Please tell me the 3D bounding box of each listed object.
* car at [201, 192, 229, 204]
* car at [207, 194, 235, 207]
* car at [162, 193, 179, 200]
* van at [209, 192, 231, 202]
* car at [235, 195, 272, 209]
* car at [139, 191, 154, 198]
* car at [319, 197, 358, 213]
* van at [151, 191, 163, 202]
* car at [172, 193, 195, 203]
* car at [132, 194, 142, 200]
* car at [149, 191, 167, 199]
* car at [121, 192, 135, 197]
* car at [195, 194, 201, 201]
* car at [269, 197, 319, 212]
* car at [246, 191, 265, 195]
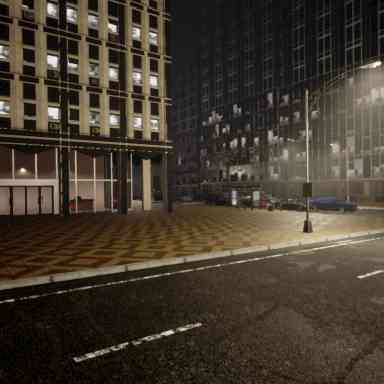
[{"bbox_3d":[3.878,1.019,50.124,2.097,1.767,4.553,-1,1,-34],"label":"car"},{"bbox_3d":[4.395,1.319,44.716,1.947,1.339,4.313,0,1,-35],"label":"car"},{"bbox_3d":[-4.779,0.935,72.901,1.802,1.307,4.206,0,1,-35],"label":"car"},{"bbox_3d":[4.893,0.854,58.855,1.690,1.788,3.998,0,1,-35],"label":"van"},{"bbox_3d":[7.571,1.387,40.003,1.802,1.307,4.206,0,1,-35],"label":"car"},{"bbox_3d":[-11.227,0.684,82.259,1.967,1.590,4.097,0,1,-35],"label":"car"},{"bbox_3d":[14.578,1.316,34.577,1.882,1.535,5.008,-1,1,-35],"label":"car"},{"bbox_3d":[-5.232,0.936,58.784,1.690,1.788,3.998,0,1,-35],"label":"van"},{"bbox_3d":[-1.923,1.097,58.629,1.812,1.442,4.674,-1,1,-34],"label":"car"},{"bbox_3d":[-11.681,1.038,68.147,2.008,1.369,4.403,0,1,-35],"label":"car"},{"bbox_3d":[-8.003,0.614,77.578,2.192,1.841,5.009,0,1,-35],"label":"car"},{"bbox_3d":[-17.675,0.687,91.622,2.008,1.369,4.403,0,1,-35],"label":"car"},{"bbox_3d":[1.670,1.042,63.539,1.802,1.307,4.206,0,1,-35],"label":"car"},{"bbox_3d":[10.782,1.423,35.310,1.947,1.339,4.313,0,1,-35],"label":"car"},{"bbox_3d":[9.381,1.108,42.121,2.097,1.767,4.553,-1,1,-34],"label":"car"}]
